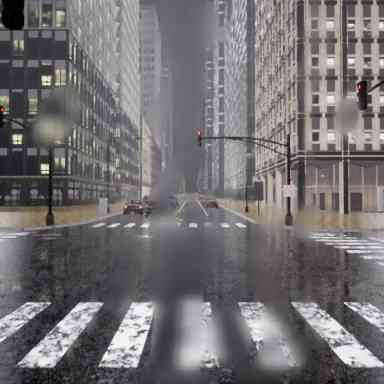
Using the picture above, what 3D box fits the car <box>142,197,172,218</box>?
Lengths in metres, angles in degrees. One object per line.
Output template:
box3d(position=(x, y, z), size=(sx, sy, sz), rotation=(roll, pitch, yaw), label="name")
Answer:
box3d(position=(-3.115, 1.516, 30.429), size=(1.837, 1.490, 4.892), rotation=(0, 0, 0), label="car")

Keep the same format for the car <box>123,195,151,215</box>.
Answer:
box3d(position=(-5.691, 1.453, 33.745), size=(1.967, 1.590, 4.097), rotation=(1, 0, 0), label="car")

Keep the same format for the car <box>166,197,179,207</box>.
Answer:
box3d(position=(-3.108, 1.526, 53.649), size=(1.837, 1.490, 4.892), rotation=(0, 0, 0), label="car")

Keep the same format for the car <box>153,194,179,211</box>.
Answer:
box3d(position=(-3.115, 1.235, 40.872), size=(2.150, 2.045, 5.566), rotation=(0, 0, 0), label="car")

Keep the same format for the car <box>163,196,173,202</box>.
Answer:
box3d(position=(-5.715, 1.582, 78.347), size=(2.008, 1.369, 4.403), rotation=(1, 0, 0), label="car")

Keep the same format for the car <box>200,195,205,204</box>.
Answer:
box3d(position=(2.677, 1.547, 56.288), size=(1.752, 1.417, 4.829), rotation=(1, 0, 0), label="car")

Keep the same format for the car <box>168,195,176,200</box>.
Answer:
box3d(position=(-5.724, 1.605, 95.072), size=(1.947, 1.339, 4.313), rotation=(1, 0, 0), label="car")

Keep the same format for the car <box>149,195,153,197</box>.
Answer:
box3d(position=(-5.694, 1.332, 44.896), size=(2.192, 1.841, 5.009), rotation=(1, 0, 0), label="car")

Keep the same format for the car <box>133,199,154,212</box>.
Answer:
box3d(position=(-5.696, 1.597, 39.321), size=(1.802, 1.307, 4.206), rotation=(1, 0, 0), label="car")

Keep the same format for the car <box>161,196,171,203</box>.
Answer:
box3d(position=(-5.712, 1.573, 72.771), size=(1.887, 1.381, 4.507), rotation=(1, 0, 0), label="car")

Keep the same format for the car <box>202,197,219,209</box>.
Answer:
box3d(position=(2.681, 1.599, 44.962), size=(1.802, 1.307, 4.206), rotation=(1, 0, 0), label="car")

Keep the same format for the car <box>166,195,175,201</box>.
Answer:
box3d(position=(-5.720, 1.587, 89.497), size=(2.008, 1.369, 4.403), rotation=(1, 0, 0), label="car")

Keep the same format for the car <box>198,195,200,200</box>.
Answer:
box3d(position=(2.673, 1.590, 61.695), size=(1.947, 1.339, 4.313), rotation=(1, 0, 0), label="car")
